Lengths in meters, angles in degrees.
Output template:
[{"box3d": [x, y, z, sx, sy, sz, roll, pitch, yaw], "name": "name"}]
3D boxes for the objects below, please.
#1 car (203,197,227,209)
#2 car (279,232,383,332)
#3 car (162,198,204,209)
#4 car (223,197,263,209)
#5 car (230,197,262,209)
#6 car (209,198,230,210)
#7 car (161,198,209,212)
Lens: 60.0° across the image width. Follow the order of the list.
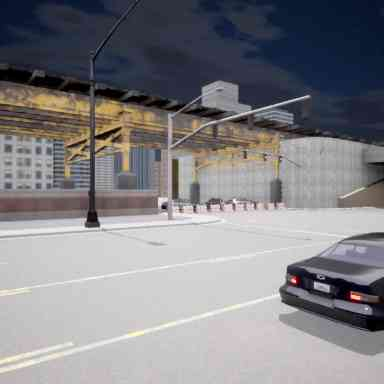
[{"box3d": [2.850, 1.295, 40.558, 1.853, 1.218, 4.536, 0, 0, 18], "name": "car"}, {"box3d": [4.098, 1.547, 6.701, 5.357, 1.411, 2.033, 0, 0, -35], "name": "car"}, {"box3d": [-0.962, 1.295, 37.830, 4.536, 1.218, 1.853, 0, 0, 8], "name": "car"}, {"box3d": [6.744, 1.452, 44.268, 4.974, 1.542, 2.038, 0, 0, -7], "name": "car"}, {"box3d": [6.693, 1.295, 44.262, 4.536, 1.218, 1.853, 0, 0, -7], "name": "car"}, {"box3d": [2.834, 1.453, 40.508, 2.038, 1.542, 4.974, 0, 0, 18], "name": "car"}, {"box3d": [-0.911, 1.453, 37.823, 4.974, 1.542, 2.038, 0, 0, 8], "name": "car"}]
